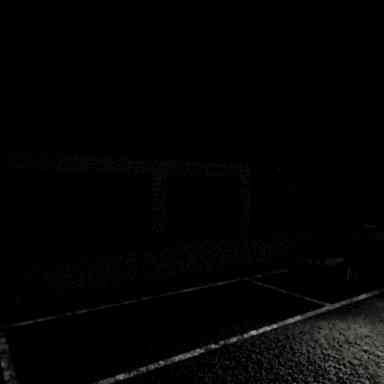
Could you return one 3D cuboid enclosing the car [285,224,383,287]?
[{"bbox_3d":[4.408,1.560,9.143,4.206,1.307,1.802,0,0,-34],"label":"car"}]
